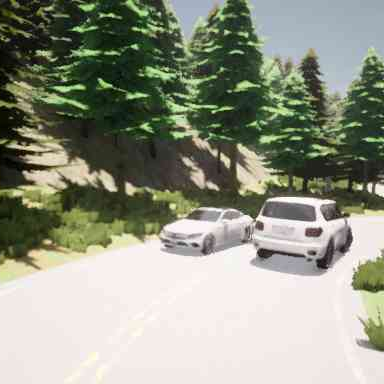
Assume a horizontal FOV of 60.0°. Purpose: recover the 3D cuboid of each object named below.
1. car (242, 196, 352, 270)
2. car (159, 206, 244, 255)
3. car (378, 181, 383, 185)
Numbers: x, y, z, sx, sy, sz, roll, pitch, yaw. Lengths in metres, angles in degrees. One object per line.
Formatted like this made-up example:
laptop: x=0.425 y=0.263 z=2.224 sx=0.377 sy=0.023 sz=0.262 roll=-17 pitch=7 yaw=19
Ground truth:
car: x=4.019 y=1.195 z=11.563 sx=2.150 sy=2.045 sz=5.566 roll=4 pitch=3 yaw=34
car: x=0.765 y=1.308 z=12.686 sx=1.812 sy=1.442 sz=4.674 roll=4 pitch=3 yaw=36
car: x=33.781 y=-2.022 z=58.240 sx=2.128 sy=1.511 sz=4.902 roll=5 pitch=7 yaw=41
